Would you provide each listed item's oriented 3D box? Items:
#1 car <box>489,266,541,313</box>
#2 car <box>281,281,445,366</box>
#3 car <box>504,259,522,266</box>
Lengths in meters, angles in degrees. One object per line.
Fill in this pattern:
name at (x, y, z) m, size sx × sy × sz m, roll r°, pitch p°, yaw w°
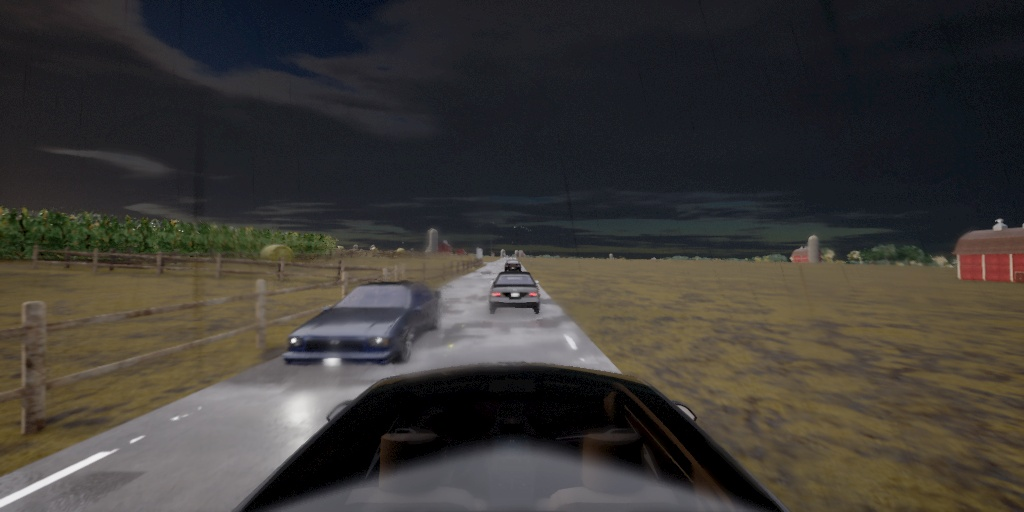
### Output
car at (0.100, 1.303, 14.114) m, size 2.033 × 1.411 × 5.357 m, roll 0°, pitch 0°, yaw 0°
car at (-2.851, 1.303, 8.356) m, size 2.033 × 1.411 × 5.357 m, roll 0°, pitch 0°, yaw 0°
car at (0.100, 1.142, 41.957) m, size 1.882 × 1.535 × 5.008 m, roll 0°, pitch 0°, yaw 0°
